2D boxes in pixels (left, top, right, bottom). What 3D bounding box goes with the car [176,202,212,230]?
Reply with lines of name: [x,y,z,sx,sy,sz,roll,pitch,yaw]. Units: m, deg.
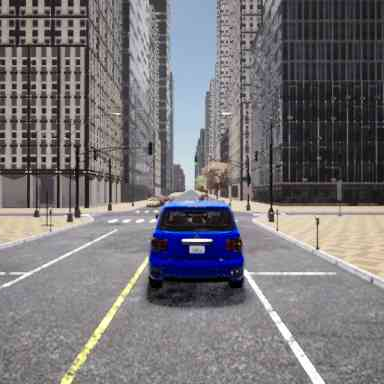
car: [0.075,1.523,22.180,2.128,1.511,4.902,0,0,-1]

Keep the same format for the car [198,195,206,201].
car: [2.707,1.562,89.910,2.008,1.369,4.403,0,0,0]

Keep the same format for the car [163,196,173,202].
car: [-5.675,1.571,78.567,1.887,1.381,4.507,0,0,0]

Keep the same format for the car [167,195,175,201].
car: [-5.673,1.562,89.918,2.008,1.369,4.403,0,0,0]

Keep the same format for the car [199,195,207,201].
car: [2.707,1.564,84.236,1.887,1.381,4.507,0,0,0]

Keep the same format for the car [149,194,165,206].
car: [-5.777,1.358,55.866,2.192,1.841,5.009,0,0,0]

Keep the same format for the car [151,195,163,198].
car: [-5.809,1.570,50.017,1.752,1.417,4.829,0,0,0]

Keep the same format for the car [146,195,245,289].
car: [0.100,1.238,9.356,2.150,2.045,5.566,0,0,0]

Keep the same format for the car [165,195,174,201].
car: [-5.674,1.570,84.243,2.008,1.369,4.403,0,0,0]

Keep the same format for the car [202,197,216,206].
car: [2.801,1.594,55.864,2.008,1.369,4.403,0,0,0]

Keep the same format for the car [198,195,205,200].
car: [2.709,1.527,95.756,1.752,1.417,4.829,0,0,0]
